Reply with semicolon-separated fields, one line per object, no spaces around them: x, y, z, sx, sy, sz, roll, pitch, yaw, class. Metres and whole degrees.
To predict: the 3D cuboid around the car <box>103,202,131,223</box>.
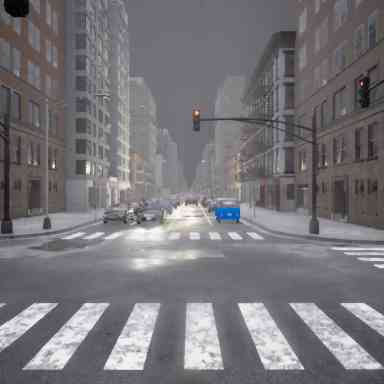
-5.427;1.549;24.915;2.008;1.369;4.403;0;0;0;car

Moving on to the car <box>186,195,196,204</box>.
-0.101;1.459;65.064;1.882;1.535;5.008;0;0;0;car

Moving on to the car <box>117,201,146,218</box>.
-5.436;1.543;30.597;1.887;1.381;4.507;0;0;0;car

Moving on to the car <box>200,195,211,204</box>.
2.537;1.421;64.706;1.967;1.590;4.097;0;0;0;car

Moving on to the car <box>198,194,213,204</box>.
2.554;1.305;53.343;2.192;1.841;5.009;0;0;0;car

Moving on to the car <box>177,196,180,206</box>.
-2.914;1.560;43.136;1.994;1.385;4.181;0;0;0;car

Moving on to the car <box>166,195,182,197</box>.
-2.889;1.554;53.158;1.994;1.385;4.181;0;0;1;car

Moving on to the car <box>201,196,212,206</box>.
2.563;1.576;47.662;1.802;1.307;4.206;0;0;0;car

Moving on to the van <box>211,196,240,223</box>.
2.598;1.340;24.937;1.690;1.788;3.998;0;0;0;van

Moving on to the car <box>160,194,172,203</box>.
-5.497;1.292;70.370;2.192;1.841;5.009;0;0;0;car

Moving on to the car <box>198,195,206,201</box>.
2.502;1.530;87.431;1.947;1.339;4.313;0;0;0;car

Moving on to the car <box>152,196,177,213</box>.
-2.903;1.476;33.910;1.882;1.535;5.008;0;0;0;car

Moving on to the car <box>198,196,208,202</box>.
2.519;1.524;76.068;2.008;1.369;4.403;0;0;0;car

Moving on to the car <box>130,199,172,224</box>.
-2.876;1.490;24.467;2.128;1.511;4.902;0;0;-1;car

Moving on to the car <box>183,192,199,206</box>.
-0.086;1.340;55.032;2.097;1.767;4.553;0;0;0;car

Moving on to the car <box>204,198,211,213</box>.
2.580;1.580;36.299;1.802;1.307;4.206;0;0;0;car
